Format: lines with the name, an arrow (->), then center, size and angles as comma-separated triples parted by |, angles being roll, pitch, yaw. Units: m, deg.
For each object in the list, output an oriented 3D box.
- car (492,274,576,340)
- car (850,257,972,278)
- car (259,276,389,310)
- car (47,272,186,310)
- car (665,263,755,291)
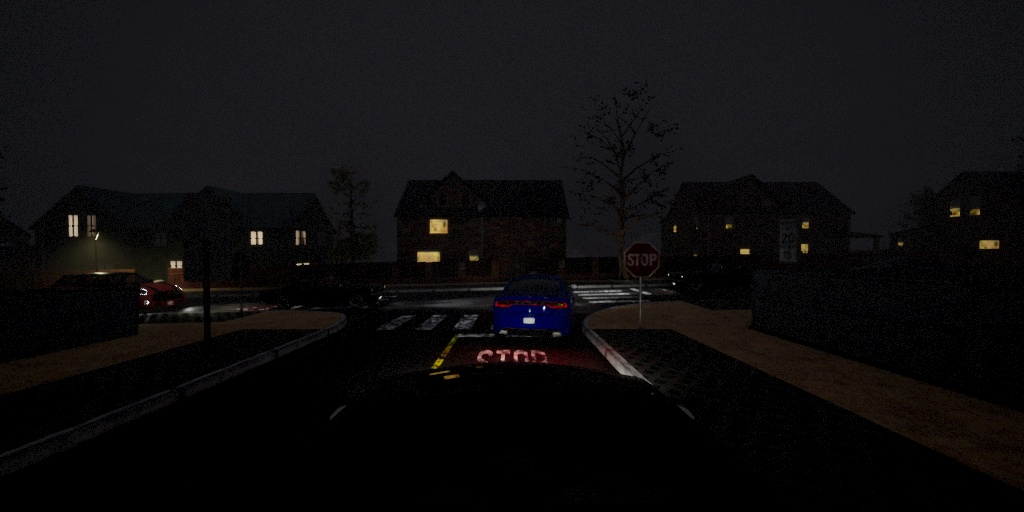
car -> 0.782, 1.226, 10.075 | 1.882, 1.535, 5.008 | 0, 0, 10
car -> 20.047, 0.753, 18.257 | 5.357, 1.411, 2.033 | -1, 1, 0
car -> -7.819, 1.506, 15.278 | 4.718, 1.301, 1.895 | -1, 1, 0
car -> -16.806, 1.472, 15.266 | 4.553, 1.767, 2.097 | -1, 1, 0
car -> 10.402, 1.034, 18.216 | 4.718, 1.301, 1.895 | -1, 1, -1
